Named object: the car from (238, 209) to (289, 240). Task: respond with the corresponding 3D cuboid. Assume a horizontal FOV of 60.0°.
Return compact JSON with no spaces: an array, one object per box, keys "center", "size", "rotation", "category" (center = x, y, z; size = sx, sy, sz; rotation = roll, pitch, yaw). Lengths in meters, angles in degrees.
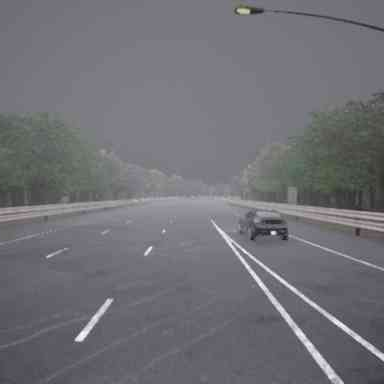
[{"center":[3.716,1.689,17.922],"size":[1.837,1.490,4.892],"rotation":[0,-1,-2],"category":"car"}]
